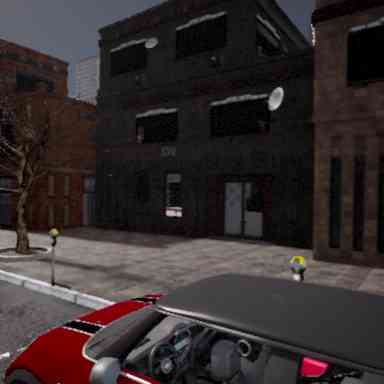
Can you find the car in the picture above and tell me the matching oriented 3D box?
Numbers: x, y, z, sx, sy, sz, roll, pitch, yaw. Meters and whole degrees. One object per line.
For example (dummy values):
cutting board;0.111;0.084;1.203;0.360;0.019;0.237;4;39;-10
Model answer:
car;0.239;1.440;2.684;4.097;1.590;1.967;0;1;36
